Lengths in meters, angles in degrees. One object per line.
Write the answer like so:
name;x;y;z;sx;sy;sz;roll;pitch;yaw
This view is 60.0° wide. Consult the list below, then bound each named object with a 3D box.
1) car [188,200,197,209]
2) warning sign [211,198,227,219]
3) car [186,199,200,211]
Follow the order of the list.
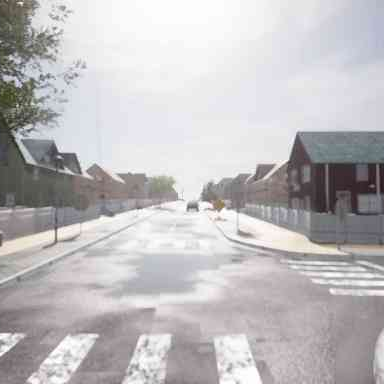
car;0.111;2.471;66.938;1.882;1.535;5.008;0;-1;0
warning sign;2.498;1.549;30.605;1.300;1.860;1.060;-2;-2;0
car;0.109;2.276;53.304;1.837;1.490;4.892;0;-3;0
